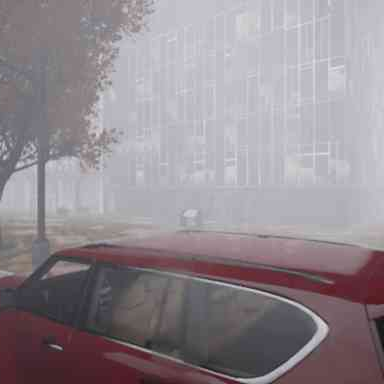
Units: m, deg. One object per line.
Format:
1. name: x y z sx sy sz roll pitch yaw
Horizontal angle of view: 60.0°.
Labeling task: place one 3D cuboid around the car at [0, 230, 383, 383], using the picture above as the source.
1. car: -0.397 1.316 3.166 5.009 1.841 2.192 0 0 36
